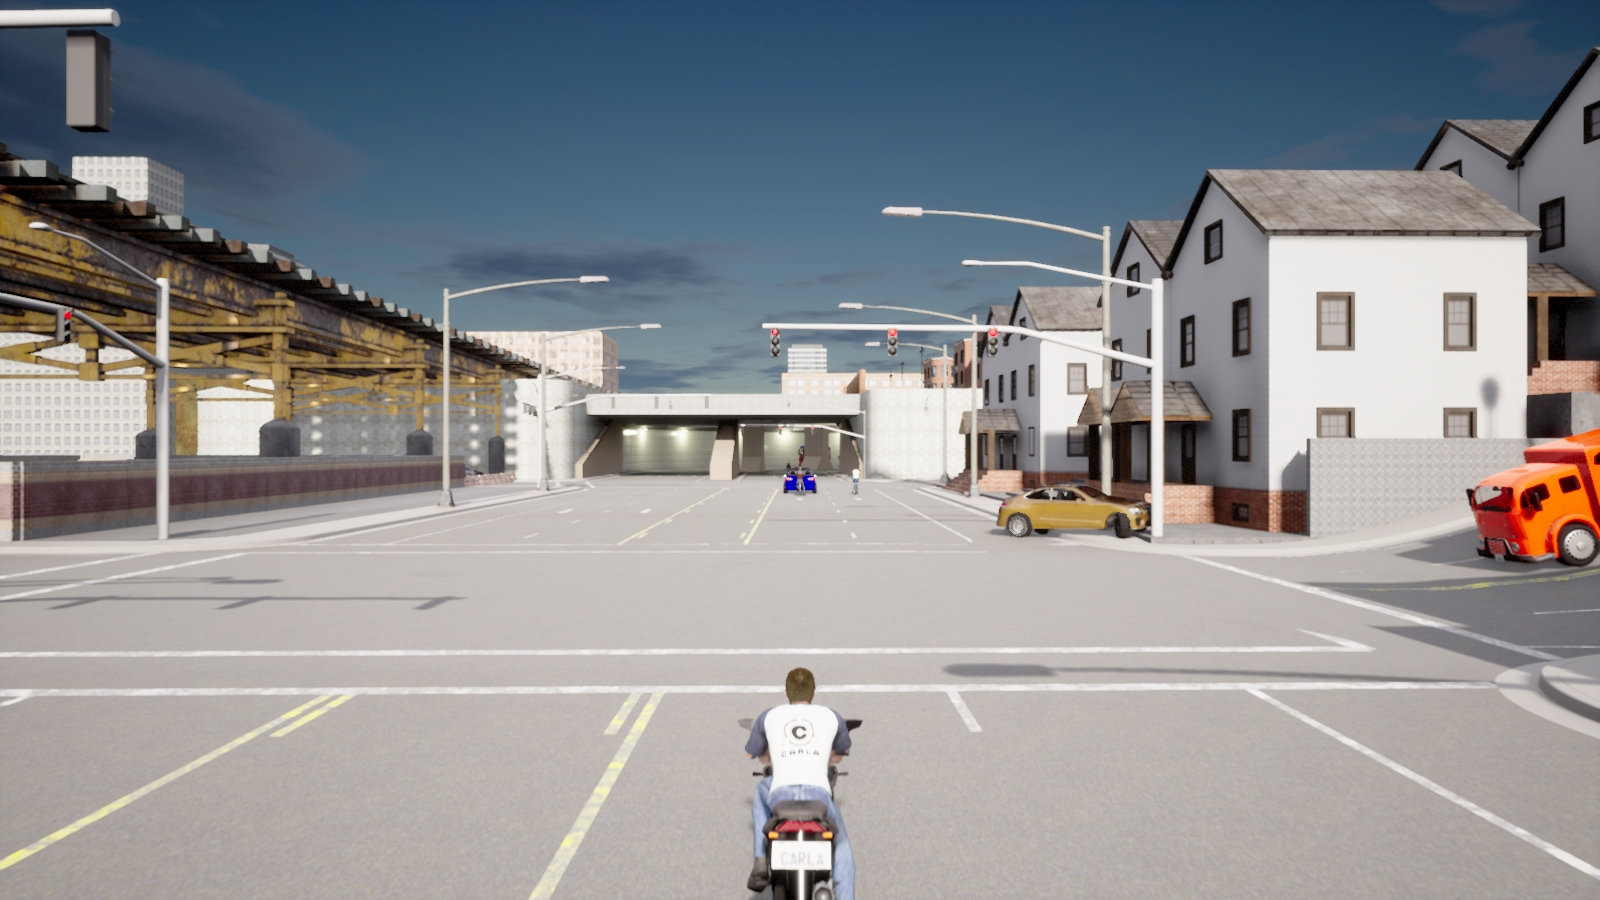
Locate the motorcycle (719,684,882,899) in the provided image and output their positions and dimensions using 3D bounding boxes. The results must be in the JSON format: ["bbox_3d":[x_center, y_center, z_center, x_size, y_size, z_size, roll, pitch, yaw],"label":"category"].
[{"bbox_3d":[0.003,2.174,6.619,0.803,1.224,2.033,0,0,0],"label":"motorcycle"}]

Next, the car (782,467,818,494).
[{"bbox_3d":[0.011,1.970,74.636,2.242,1.667,4.611,0,0,0],"label":"car"}]

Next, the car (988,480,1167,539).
[{"bbox_3d":[8.816,1.916,36.452,5.027,1.651,2.152,-3,0,36],"label":"car"}]

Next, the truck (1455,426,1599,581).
[{"bbox_3d":[18.368,0.890,25.789,5.204,2.467,2.627,-16,0,-1],"label":"truck"}]

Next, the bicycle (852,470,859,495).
[{"bbox_3d":[3.510,2.046,71.891,0.373,1.521,1.643,0,0,0],"label":"bicycle"}]
